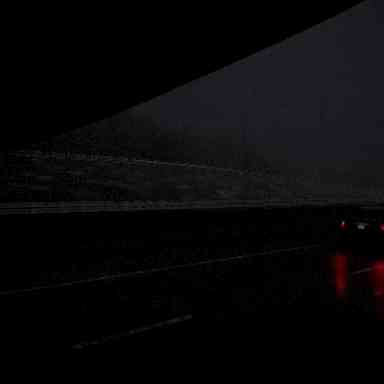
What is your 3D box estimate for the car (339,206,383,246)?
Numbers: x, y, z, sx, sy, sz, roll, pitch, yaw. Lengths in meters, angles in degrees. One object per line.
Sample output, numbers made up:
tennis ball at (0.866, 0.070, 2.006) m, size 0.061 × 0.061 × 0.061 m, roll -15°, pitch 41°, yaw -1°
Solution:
car at (8.247, 1.379, 14.051) m, size 4.553 × 1.767 × 2.097 m, roll 0°, pitch 0°, yaw -36°
